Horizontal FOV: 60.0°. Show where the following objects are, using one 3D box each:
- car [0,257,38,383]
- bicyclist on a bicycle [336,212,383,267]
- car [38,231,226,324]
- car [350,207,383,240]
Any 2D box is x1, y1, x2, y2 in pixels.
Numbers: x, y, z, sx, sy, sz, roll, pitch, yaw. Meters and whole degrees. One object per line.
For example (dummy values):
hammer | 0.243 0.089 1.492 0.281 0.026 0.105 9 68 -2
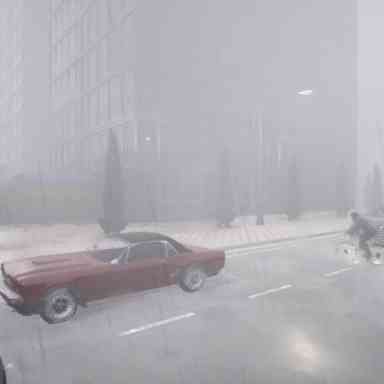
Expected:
car | -3.772 1.223 1.080 5.566 2.045 2.150 0 0 -38
bicyclist on a bicycle | 5.260 1.455 10.360 0.582 1.620 1.656 0 -2 -38
car | -1.564 1.601 7.294 4.718 1.301 1.895 0 0 -37
car | 9.372 1.492 15.810 4.902 1.511 2.128 0 0 -38
